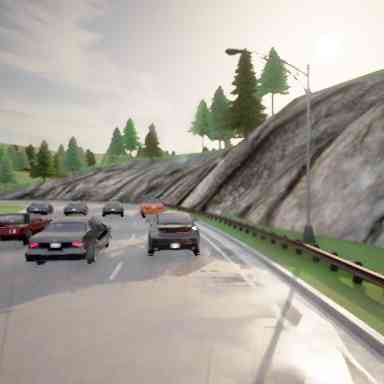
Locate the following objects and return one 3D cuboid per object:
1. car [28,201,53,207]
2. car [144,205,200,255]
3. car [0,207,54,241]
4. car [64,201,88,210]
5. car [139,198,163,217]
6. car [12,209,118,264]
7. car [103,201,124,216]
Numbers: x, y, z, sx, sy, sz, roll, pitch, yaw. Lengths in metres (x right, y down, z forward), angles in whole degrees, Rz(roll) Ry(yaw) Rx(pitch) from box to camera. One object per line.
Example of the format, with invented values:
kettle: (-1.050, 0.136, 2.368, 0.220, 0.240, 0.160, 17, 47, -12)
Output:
car: (-15.008, 1.591, 32.922, 1.994, 1.385, 4.181, 0, 0, -15)
car: (-0.787, 1.504, 13.301, 1.837, 1.490, 4.892, 0, 0, -6)
car: (-8.059, 1.616, 15.511, 1.895, 1.301, 4.718, 0, 0, -7)
car: (-11.277, 1.582, 32.470, 1.994, 1.385, 4.181, 0, 0, -13)
car: (-3.783, 1.353, 31.077, 2.097, 1.767, 4.553, 0, 0, -12)
car: (-4.101, 1.554, 11.865, 2.033, 1.411, 5.357, 0, 0, -6)
car: (-7.671, 1.574, 32.444, 1.994, 1.385, 4.181, 0, 0, -13)
